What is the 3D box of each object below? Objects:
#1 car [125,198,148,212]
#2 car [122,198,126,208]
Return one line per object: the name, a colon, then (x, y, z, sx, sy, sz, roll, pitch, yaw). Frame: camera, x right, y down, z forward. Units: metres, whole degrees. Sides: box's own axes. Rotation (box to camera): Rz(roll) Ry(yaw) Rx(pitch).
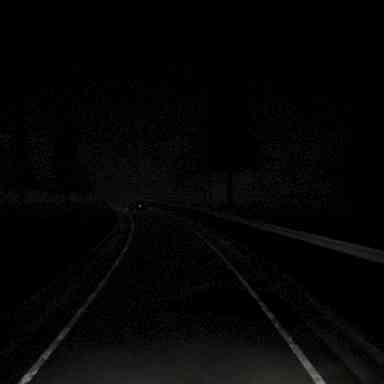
car: (-6.566, 1.588, 40.199, 1.994, 1.385, 4.181, 0, 0, -17)
car: (-9.406, 1.559, 49.729, 1.812, 1.442, 4.674, 0, 0, -17)
